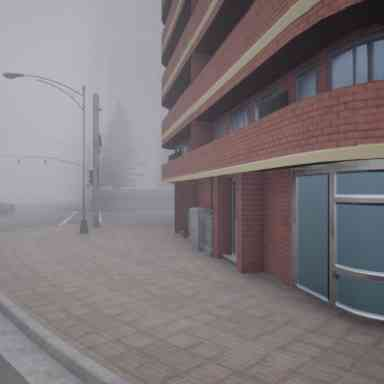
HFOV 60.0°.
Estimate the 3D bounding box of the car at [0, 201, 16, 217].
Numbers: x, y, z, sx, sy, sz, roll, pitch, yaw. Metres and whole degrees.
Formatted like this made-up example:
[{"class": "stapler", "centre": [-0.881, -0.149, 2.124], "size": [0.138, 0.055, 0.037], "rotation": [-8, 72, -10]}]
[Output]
[{"class": "car", "centre": [-18.685, 1.501, 30.330], "size": [4.674, 1.442, 1.812], "rotation": [0, 0, -14]}]
